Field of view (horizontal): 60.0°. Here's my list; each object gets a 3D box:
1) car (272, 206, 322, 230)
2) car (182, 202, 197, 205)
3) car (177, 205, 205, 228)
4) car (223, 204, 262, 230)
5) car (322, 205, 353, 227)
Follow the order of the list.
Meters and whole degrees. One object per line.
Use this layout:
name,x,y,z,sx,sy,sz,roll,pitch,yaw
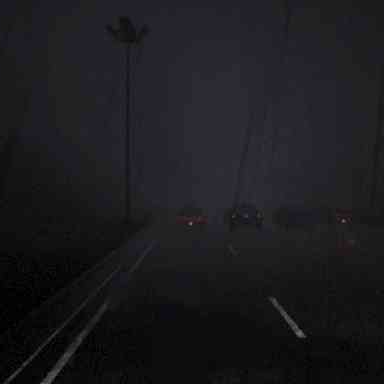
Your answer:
car,6.906,1.707,22.984,1.882,1.535,5.008,0,-1,-1
car,-0.339,1.973,41.278,1.994,1.385,4.181,0,-1,-1
car,-0.110,1.843,24.353,1.895,1.301,4.718,0,-1,-1
car,3.405,1.581,23.006,2.097,1.767,4.553,0,-1,-1
car,10.379,1.756,25.245,1.837,1.490,4.892,0,-1,-1
